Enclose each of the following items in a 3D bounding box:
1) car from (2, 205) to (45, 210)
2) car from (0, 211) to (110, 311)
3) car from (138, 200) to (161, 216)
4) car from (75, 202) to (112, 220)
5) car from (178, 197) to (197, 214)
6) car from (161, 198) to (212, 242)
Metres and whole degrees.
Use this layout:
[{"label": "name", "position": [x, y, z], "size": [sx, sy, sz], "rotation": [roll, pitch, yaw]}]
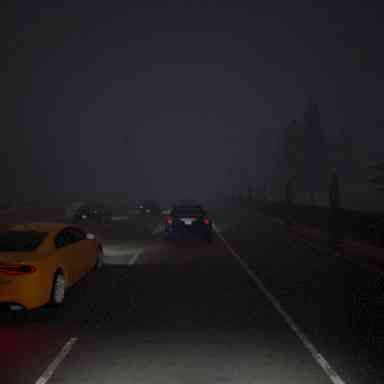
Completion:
[{"label": "car", "position": [-14.487, 1.474, 29.230], "size": [1.812, 1.442, 4.674], "rotation": [0, 0, -1]}, {"label": "car", "position": [-3.531, 1.463, 7.863], "size": [1.882, 1.535, 5.008], "rotation": [0, 0, -1]}, {"label": "car", "position": [-3.922, 1.461, 31.832], "size": [1.812, 1.442, 4.674], "rotation": [0, 0, -1]}, {"label": "car", "position": [-7.318, 1.478, 24.770], "size": [1.812, 1.442, 4.674], "rotation": [0, 0, -1]}, {"label": "car", "position": [-0.473, 1.403, 35.804], "size": [1.882, 1.535, 5.008], "rotation": [0, 0, -1]}, {"label": "car", "position": [-0.189, 1.317, 16.295], "size": [2.097, 1.767, 4.553], "rotation": [0, 0, -1]}]
